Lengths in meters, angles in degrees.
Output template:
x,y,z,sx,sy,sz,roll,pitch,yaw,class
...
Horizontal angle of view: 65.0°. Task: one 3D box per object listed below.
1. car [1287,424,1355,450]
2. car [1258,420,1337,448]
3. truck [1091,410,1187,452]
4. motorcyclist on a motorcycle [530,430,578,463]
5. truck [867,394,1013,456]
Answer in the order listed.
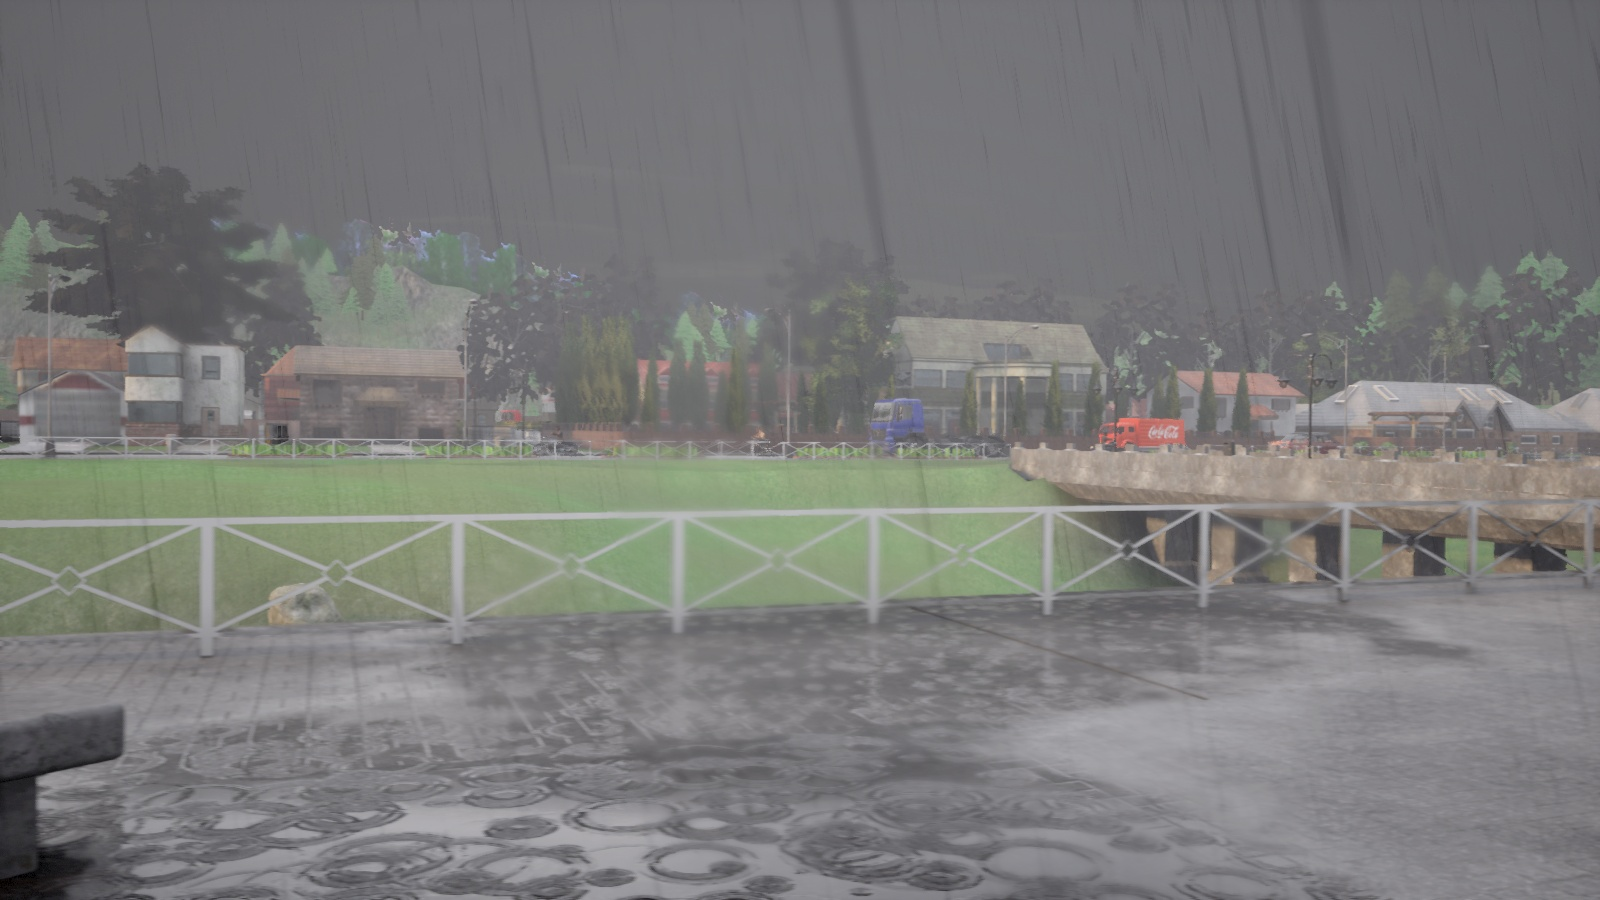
x,y,z,sx,sy,sz,roll,pitch,yaw,class
32.234,-0.836,77.704,3.705,1.549,1.789,-1,1,-21,car
32.501,-1.030,82.082,4.553,1.767,2.097,-1,1,-21,car
20.967,-1.180,77.702,5.204,2.467,2.627,-1,1,-21,truck
-12.718,-0.170,64.929,2.350,1.649,0.766,-1,1,-21,motorcyclist on a motorcycle
8.108,-1.456,72.818,7.936,3.462,2.891,-1,1,-21,truck
